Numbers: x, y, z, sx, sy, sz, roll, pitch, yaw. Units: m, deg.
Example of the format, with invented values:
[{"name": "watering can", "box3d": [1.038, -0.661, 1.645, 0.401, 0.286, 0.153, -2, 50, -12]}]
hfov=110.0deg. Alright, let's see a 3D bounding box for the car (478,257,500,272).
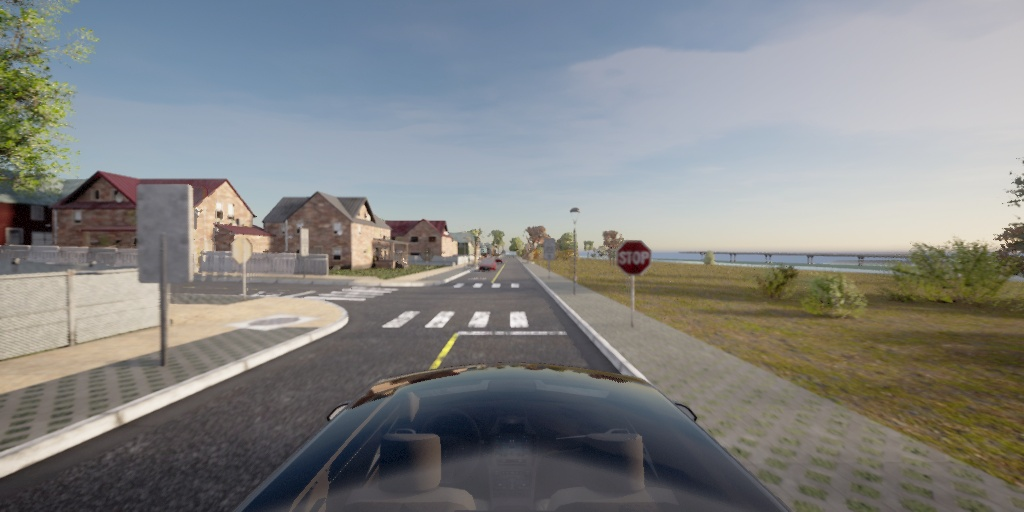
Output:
[{"name": "car", "box3d": [-2.752, 1.005, 40.875, 1.882, 1.535, 5.008, 0, 2, 0]}]
